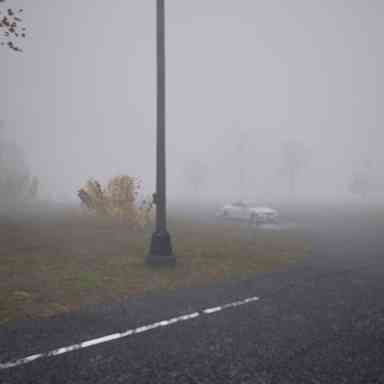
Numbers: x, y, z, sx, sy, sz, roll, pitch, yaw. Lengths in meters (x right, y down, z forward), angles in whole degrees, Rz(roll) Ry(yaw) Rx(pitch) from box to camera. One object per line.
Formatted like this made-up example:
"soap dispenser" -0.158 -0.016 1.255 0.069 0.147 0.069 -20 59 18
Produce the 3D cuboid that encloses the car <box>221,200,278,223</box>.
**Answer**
"car" 4.028 1.347 24.146 1.812 1.442 4.674 -1 1 -35

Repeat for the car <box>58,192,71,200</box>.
"car" -25.398 0.733 66.076 1.812 1.442 4.674 -1 1 -34
